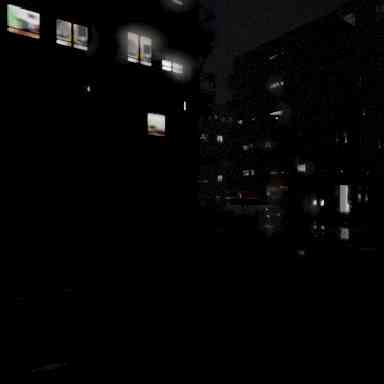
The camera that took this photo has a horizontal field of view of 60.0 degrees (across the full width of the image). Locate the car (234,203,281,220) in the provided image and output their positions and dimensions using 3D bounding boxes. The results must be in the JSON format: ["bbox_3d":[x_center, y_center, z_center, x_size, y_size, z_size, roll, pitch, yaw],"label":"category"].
[{"bbox_3d":[6.262,1.834,32.221,1.994,1.385,4.181,0,-1,-36],"label":"car"}]

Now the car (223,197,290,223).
[{"bbox_3d":[5.163,1.470,28.328,2.150,2.045,5.566,0,0,-36],"label":"car"}]

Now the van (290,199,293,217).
[{"bbox_3d":[8.469,1.599,33.583,1.690,1.788,3.998,-1,0,-36],"label":"van"}]

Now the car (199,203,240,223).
[{"bbox_3d":[1.738,1.872,28.655,1.802,1.307,4.206,-1,0,-36],"label":"car"}]

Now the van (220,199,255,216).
[{"bbox_3d":[5.146,1.672,38.094,1.690,1.788,3.998,-1,0,-36],"label":"van"}]
